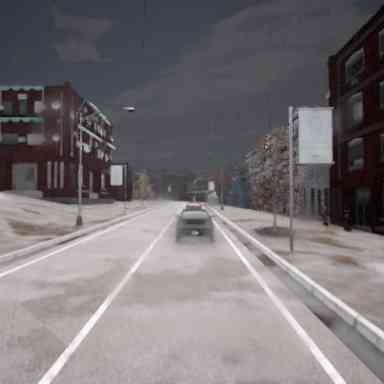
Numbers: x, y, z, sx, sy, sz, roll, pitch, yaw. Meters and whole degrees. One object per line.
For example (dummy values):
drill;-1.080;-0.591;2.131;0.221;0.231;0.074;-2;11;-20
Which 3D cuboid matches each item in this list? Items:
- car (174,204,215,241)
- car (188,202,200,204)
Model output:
car;0.139;1.606;17.315;1.837;1.490;4.892;0;0;0
car;0.195;1.771;36.054;1.812;1.442;4.674;0;0;0
